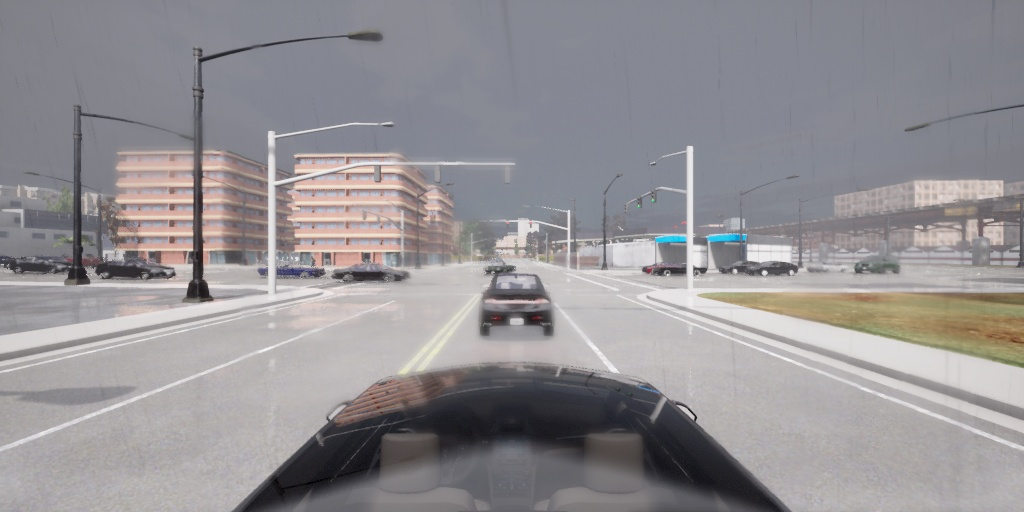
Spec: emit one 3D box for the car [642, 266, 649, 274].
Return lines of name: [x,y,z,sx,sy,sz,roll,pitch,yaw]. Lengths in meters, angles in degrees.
car: [16.456,1.314,39.209,4.181,1.385,1.994,0,0,1]

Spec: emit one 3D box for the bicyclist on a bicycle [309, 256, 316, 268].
bicyclist on a bicycle: [-25.949,0.844,46.637,0.582,1.620,1.656,1,0,1]

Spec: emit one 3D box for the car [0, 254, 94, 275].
car: [-39.443,0.811,30.480,4.902,1.511,2.128,1,0,1]

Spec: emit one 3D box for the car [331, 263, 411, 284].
car: [-10.223,1.247,26.217,5.357,1.411,2.033,0,0,2]

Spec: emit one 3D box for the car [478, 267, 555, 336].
car: [0.117,1.242,10.365,2.128,1.511,4.902,0,0,0]

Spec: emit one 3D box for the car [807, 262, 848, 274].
car: [36.567,1.351,41.628,4.718,1.301,1.895,0,0,-22]

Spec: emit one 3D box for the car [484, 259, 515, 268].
car: [-1.168,1.325,37.953,1.895,1.301,4.718,0,0,20]

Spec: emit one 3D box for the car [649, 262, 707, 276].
car: [16.619,1.351,35.681,4.718,1.301,1.895,0,0,0]

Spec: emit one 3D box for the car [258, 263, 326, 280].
car: [-18.289,1.247,29.956,4.718,1.301,1.895,1,0,1]

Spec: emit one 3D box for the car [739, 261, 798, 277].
car: [25.897,1.255,35.838,4.892,1.490,1.837,0,0,-5]

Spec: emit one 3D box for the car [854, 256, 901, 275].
car: [40.109,0.973,39.293,5.566,2.045,2.150,0,0,-24]

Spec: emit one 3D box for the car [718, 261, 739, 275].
car: [25.201,1.255,39.290,4.892,1.490,1.837,0,0,-5]

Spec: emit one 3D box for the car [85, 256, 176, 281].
car: [-27.900,1.012,26.690,4.902,1.511,2.128,1,0,1]

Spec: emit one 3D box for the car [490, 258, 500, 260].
car: [-3.347,1.351,55.931,1.895,1.301,4.718,0,0,0]
